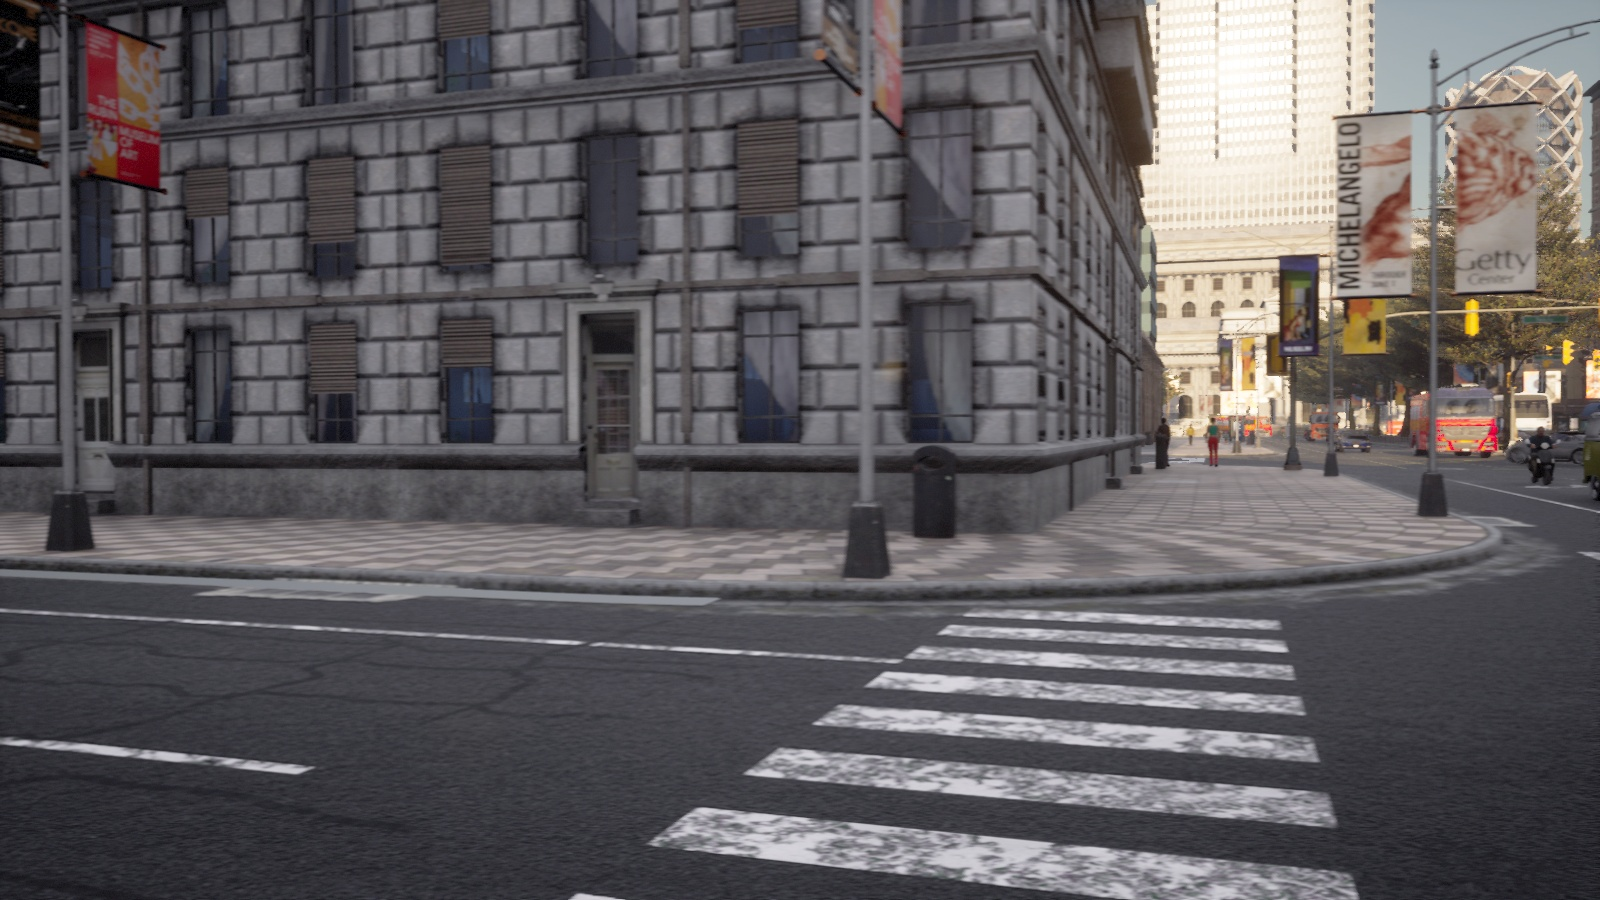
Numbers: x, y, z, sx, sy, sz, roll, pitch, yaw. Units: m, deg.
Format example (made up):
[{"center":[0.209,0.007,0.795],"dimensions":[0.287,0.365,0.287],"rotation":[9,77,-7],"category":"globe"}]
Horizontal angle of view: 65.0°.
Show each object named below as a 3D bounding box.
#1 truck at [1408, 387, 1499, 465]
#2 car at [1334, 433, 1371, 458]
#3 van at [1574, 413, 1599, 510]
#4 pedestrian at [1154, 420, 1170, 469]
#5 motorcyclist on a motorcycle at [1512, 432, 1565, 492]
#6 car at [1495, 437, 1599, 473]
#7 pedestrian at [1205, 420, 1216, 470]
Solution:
[{"center":[34.303,-1.270,66.219],"dimensions":[2.891,3.827,8.468],"rotation":[1,1,18],"category":"truck"},{"center":[35.134,-0.309,79.972],"dimensions":[1.816,1.474,4.193],"rotation":[1,1,19],"category":"car"},{"center":[17.199,0.241,25.249],"dimensions":[1.775,1.987,4.442],"rotation":[1,1,18],"category":"van"},{"center":[13.479,-0.215,46.785],"dimensions":[0.328,1.805,0.869],"rotation":[0,1,1],"category":"pedestrian"},{"center":[20.175,0.306,34.342],"dimensions":[0.866,1.590,1.817],"rotation":[1,1,18],"category":"motorcyclist on a motorcycle"},{"center":[31.557,0.172,52.268],"dimensions":[1.994,1.385,4.181],"rotation":[0,1,-25],"category":"car"},{"center":[15.138,-0.201,46.284],"dimensions":[0.345,1.836,0.594],"rotation":[0,1,15],"category":"pedestrian"}]
